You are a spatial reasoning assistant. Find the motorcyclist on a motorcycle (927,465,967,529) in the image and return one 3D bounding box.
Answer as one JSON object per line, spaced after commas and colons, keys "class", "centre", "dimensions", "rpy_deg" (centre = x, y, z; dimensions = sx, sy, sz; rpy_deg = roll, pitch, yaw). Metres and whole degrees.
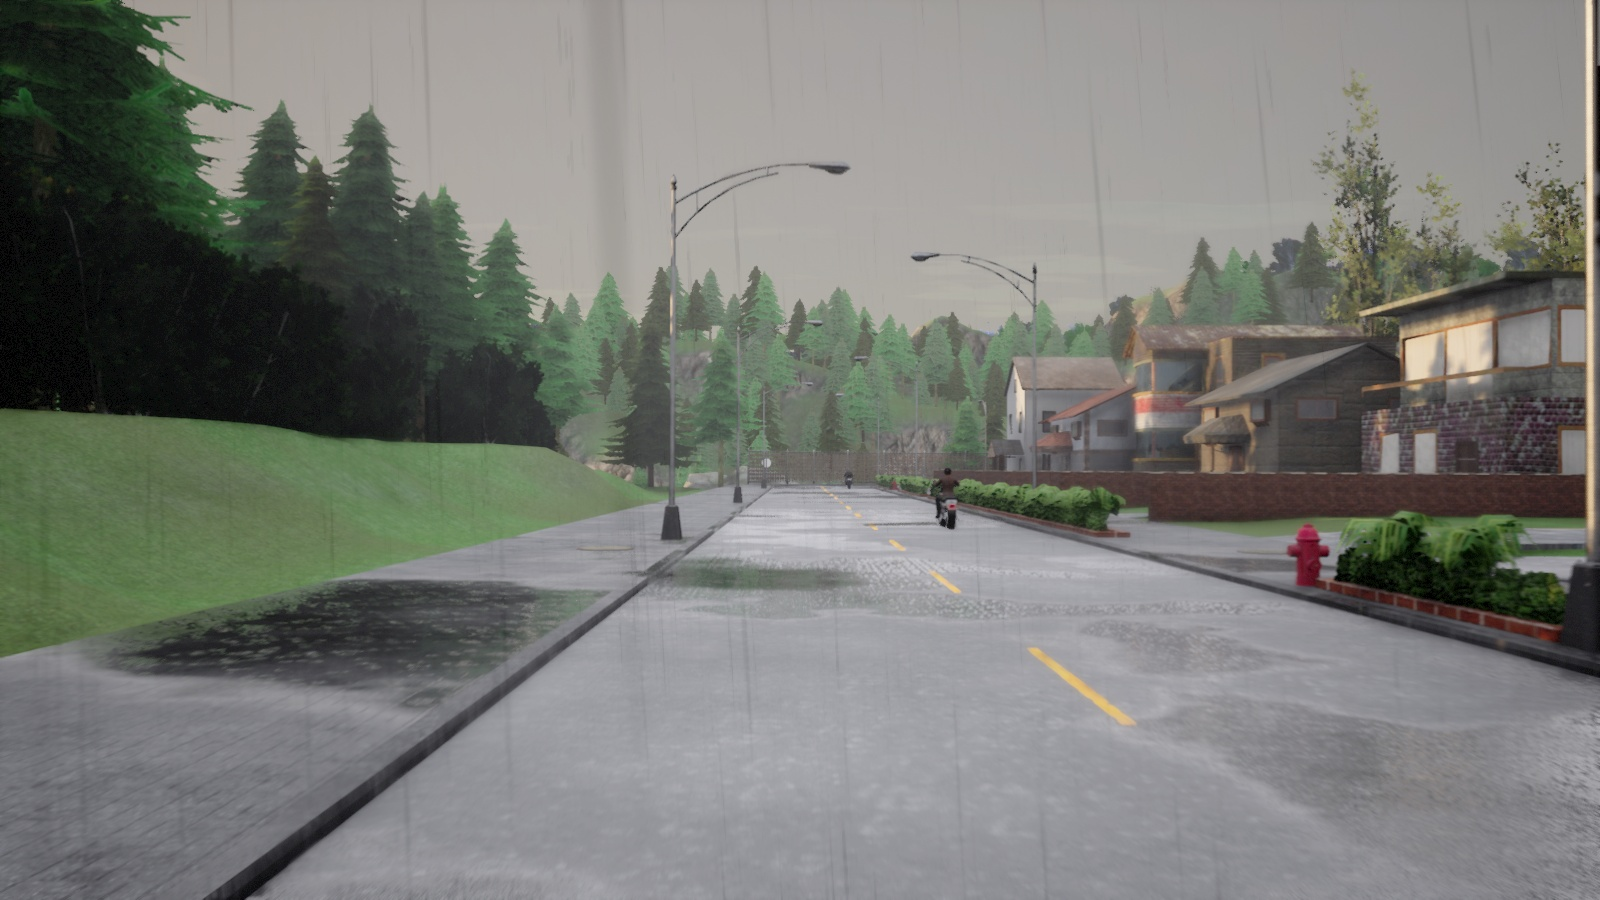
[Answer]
{"class": "motorcyclist on a motorcycle", "centre": [3.924, 1.245, 33.672], "dimensions": [0.766, 1.649, 2.350], "rpy_deg": [0, -1, 0]}
